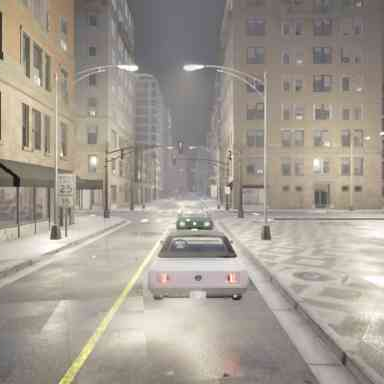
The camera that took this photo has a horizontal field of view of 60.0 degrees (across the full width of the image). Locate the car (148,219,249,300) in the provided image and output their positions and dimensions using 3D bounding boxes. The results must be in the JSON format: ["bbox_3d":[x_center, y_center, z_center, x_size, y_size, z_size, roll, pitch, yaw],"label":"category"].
[{"bbox_3d":[0.116,1.601,8.316,1.895,1.301,4.718,0,0,0],"label":"car"}]

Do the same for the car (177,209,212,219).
[{"bbox_3d":[0.134,1.600,18.551,1.895,1.301,4.718,0,0,0],"label":"car"}]
